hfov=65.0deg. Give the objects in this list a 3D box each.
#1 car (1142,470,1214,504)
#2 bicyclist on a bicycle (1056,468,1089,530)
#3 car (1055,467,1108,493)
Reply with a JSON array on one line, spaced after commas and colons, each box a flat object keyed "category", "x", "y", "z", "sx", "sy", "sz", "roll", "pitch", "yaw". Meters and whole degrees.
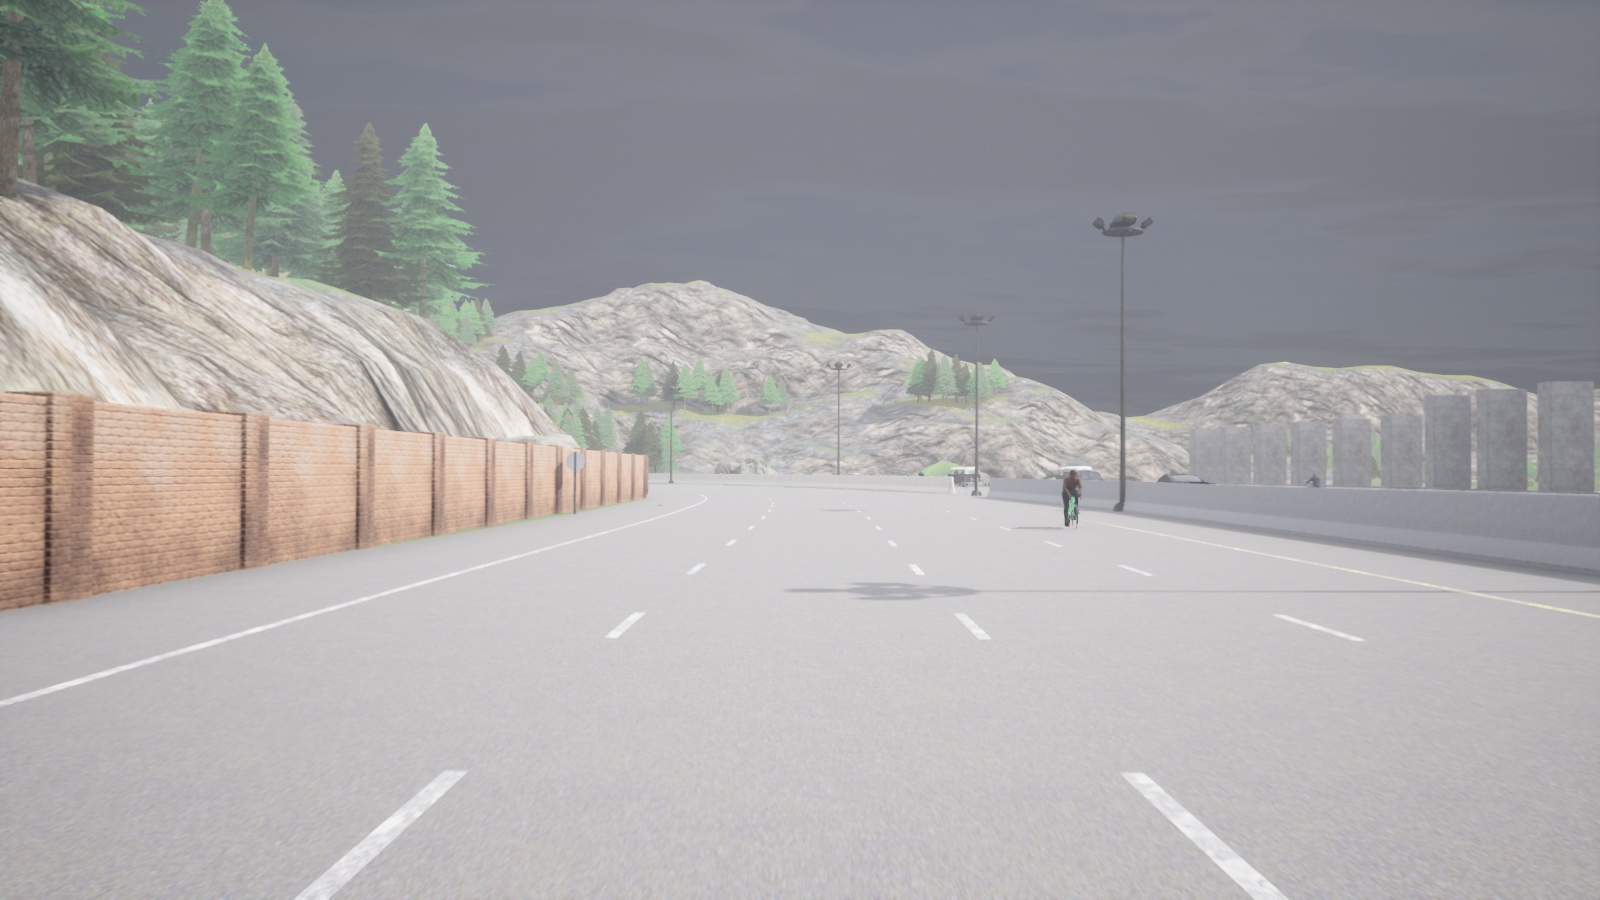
[{"category": "car", "x": 17.966, "y": 1.723, "z": 59.912, "sx": 1.882, "sy": 1.535, "sz": 5.008, "roll": 0, "pitch": -1, "yaw": -1}, {"category": "bicyclist on a bicycle", "x": 7.413, "y": 1.311, "z": 34.204, "sx": 0.582, "sy": 1.620, "sz": 1.656, "roll": 0, "pitch": -1, "yaw": 1}, {"category": "car", "x": 19.353, "y": 2.045, "z": 86.568, "sx": 2.097, "sy": 1.767, "sz": 4.553, "roll": 0, "pitch": -1, "yaw": -8}]
